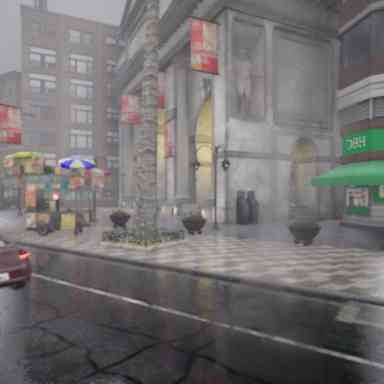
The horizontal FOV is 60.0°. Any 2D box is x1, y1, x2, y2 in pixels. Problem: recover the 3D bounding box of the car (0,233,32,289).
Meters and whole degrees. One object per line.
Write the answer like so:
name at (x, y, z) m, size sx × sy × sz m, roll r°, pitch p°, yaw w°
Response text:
car at (-5.626, 1.524, 7.878) m, size 4.674 × 1.442 × 1.812 m, roll 0°, pitch 0°, yaw 35°
